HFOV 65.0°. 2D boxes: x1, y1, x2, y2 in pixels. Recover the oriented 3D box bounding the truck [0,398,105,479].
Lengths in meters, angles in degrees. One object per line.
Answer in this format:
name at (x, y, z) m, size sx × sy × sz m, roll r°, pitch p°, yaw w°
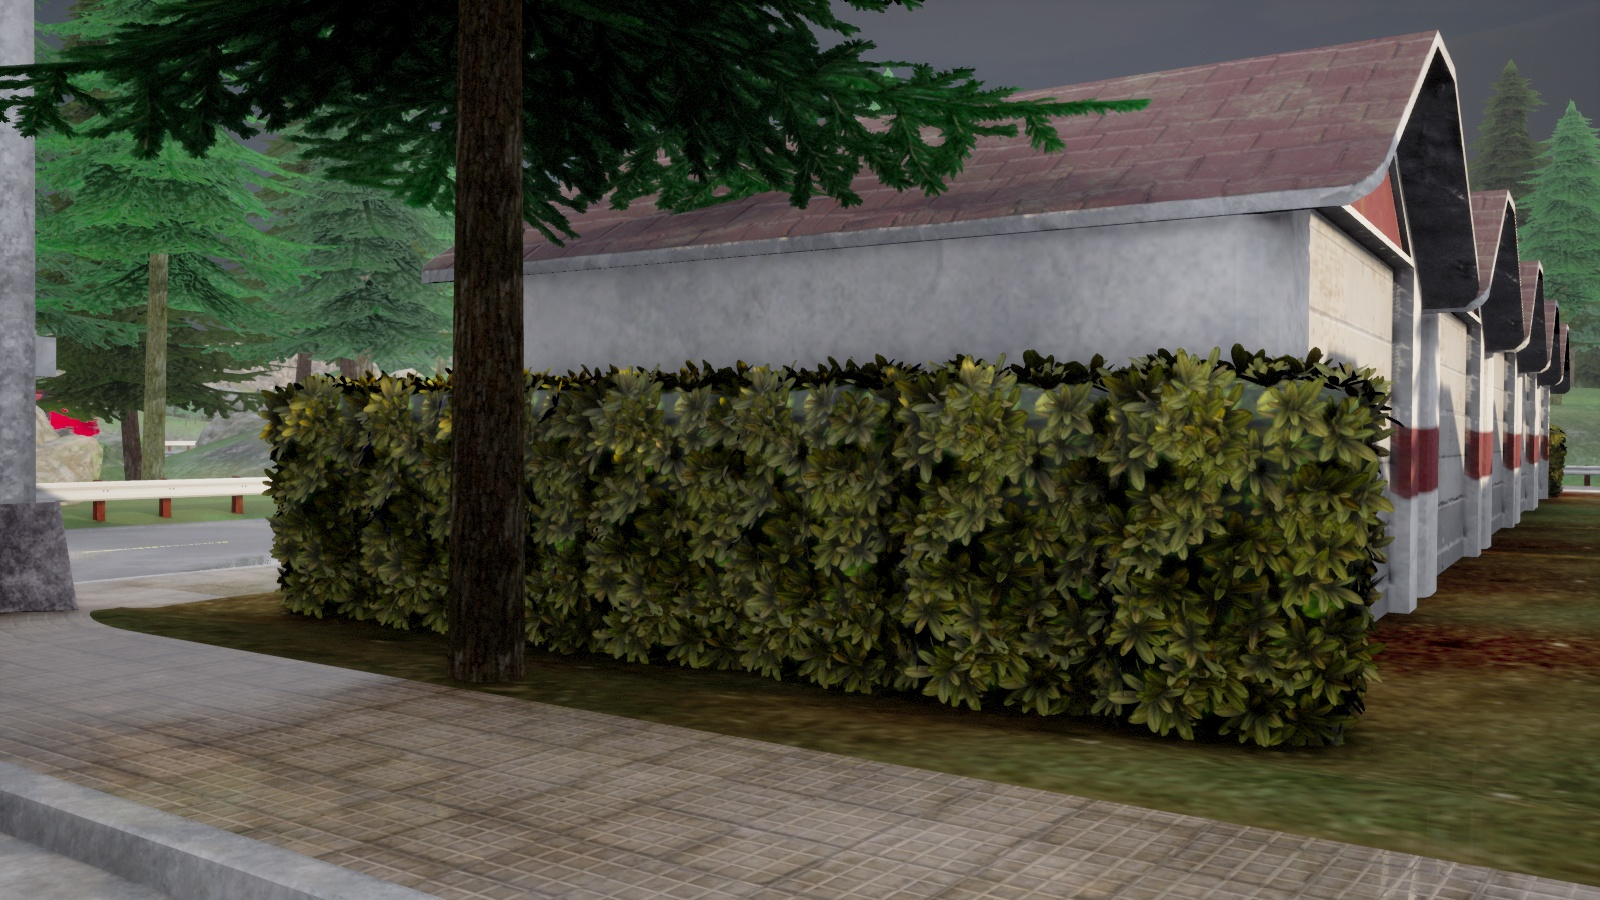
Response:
truck at (-35.094, -0.484, 54.750) m, size 2.891 × 3.462 × 7.936 m, roll 0°, pitch 1°, yaw 33°
